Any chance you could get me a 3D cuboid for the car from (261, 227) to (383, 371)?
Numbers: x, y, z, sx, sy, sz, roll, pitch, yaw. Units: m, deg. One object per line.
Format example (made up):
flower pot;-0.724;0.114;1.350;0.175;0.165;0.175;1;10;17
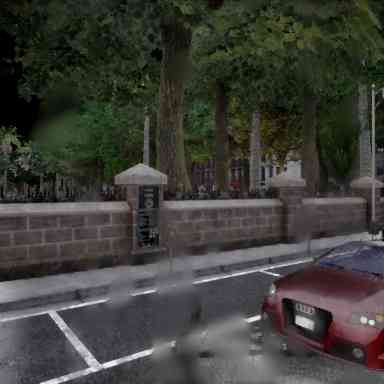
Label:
car;3.129;1.563;5.609;4.181;1.385;1.994;0;0;-35
